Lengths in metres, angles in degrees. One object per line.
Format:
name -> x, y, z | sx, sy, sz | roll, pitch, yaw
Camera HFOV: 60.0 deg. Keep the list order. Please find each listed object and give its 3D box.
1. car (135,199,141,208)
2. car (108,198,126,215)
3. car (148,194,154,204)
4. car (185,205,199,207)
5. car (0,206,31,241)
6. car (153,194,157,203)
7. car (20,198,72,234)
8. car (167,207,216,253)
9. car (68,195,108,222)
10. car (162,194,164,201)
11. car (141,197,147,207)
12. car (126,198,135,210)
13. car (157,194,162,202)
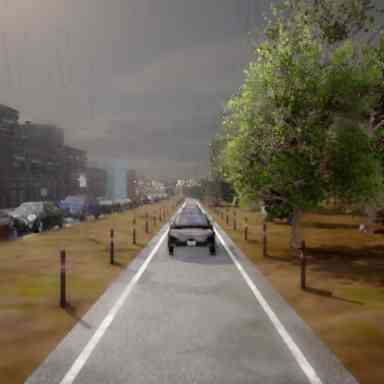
car -> -9.073, 1.639, 46.779 | 2.097, 1.535, 5.008 | 0, -1, 2
car -> -9.044, 1.571, 35.681 | 2.097, 1.535, 5.008 | 0, 0, 2
car -> -9.117, 1.697, 63.413 | 2.097, 1.535, 5.008 | 0, 0, 2
car -> -0.036, 1.805, 29.280 | 1.994, 1.385, 4.181 | 0, 0, 0
car -> -8.975, 1.486, 13.470 | 2.163, 1.488, 4.792 | 1, -1, 2
car -> -9.132, 1.710, 68.961 | 2.097, 1.535, 5.008 | 0, -1, 2
car -> -8.999, 1.341, 19.076 | 2.185, 1.767, 4.553 | 0, -1, 2
car -> -0.016, 1.624, 14.281 | 2.128, 1.511, 4.902 | 0, 0, 0
car -> -9.022, 1.253, 26.730 | 2.435, 2.045, 5.566 | 0, 0, 2
car -> -9.175, 1.853, 85.589 | 2.002, 1.452, 4.674 | 0, 0, 0
car -> -9.098, 1.650, 53.160 | 1.946, 1.575, 5.366 | 0, 0, 2
car -> -9.059, 1.616, 41.223 | 2.231, 1.521, 4.892 | 0, 0, 2
car -> -9.157, 1.539, 78.846 | 2.435, 2.045, 5.566 | 0, 0, 0
